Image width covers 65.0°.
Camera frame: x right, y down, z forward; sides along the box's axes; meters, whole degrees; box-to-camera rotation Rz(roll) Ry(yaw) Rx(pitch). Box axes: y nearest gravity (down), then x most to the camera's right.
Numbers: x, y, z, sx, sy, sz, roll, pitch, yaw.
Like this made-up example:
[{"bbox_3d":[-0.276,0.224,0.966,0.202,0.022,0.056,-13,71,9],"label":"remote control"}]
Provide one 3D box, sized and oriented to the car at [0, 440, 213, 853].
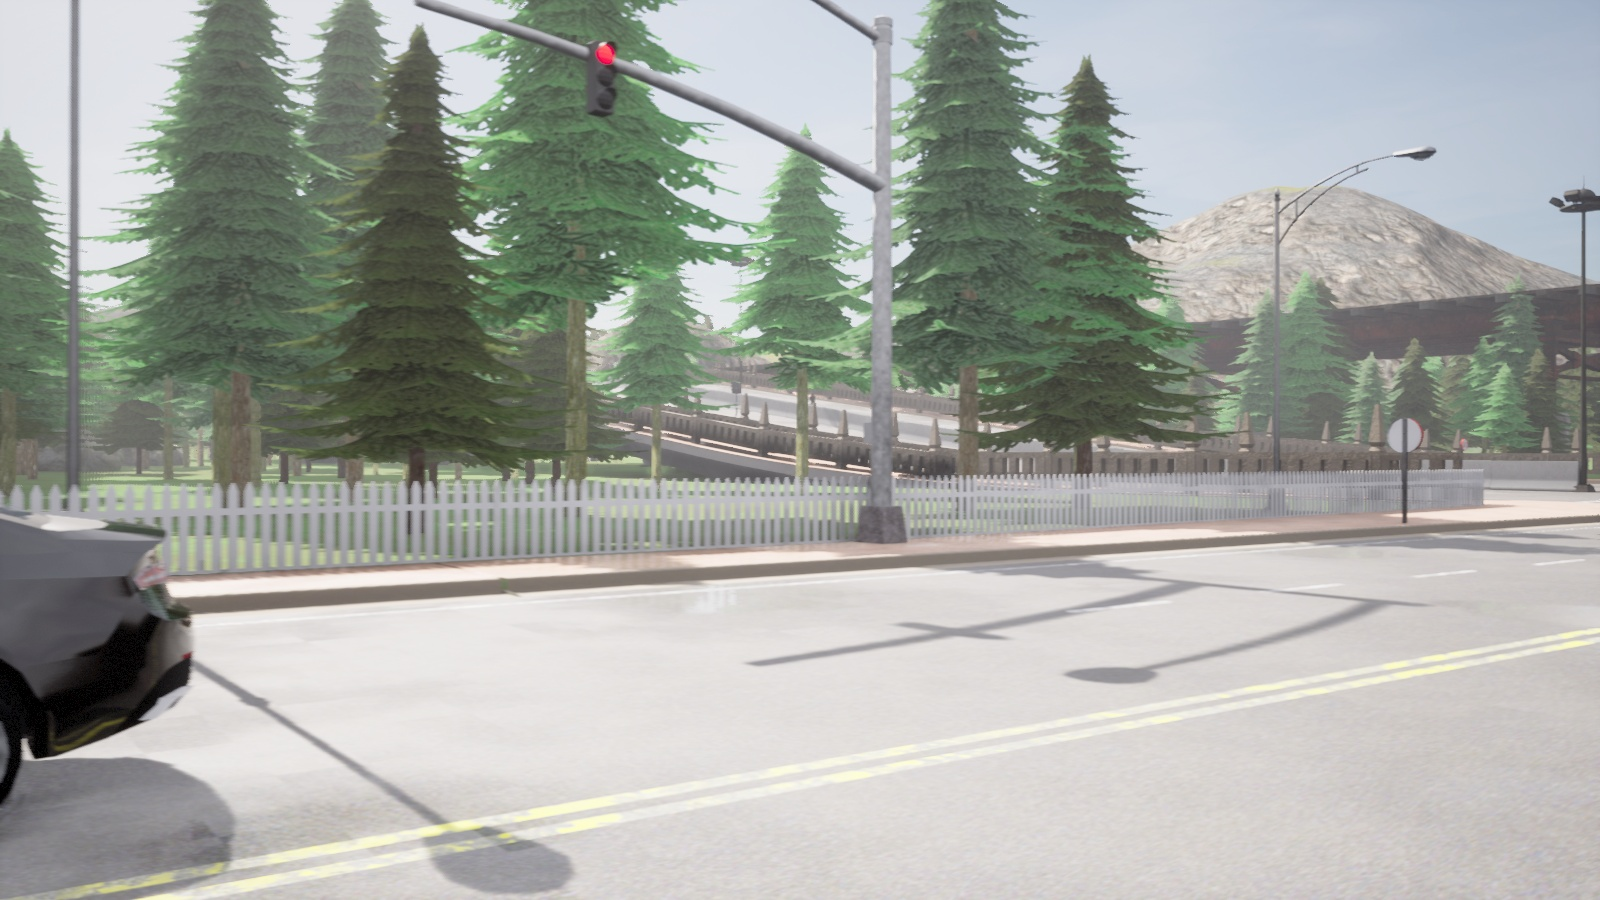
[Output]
[{"bbox_3d":[-4.956,0.722,4.474,4.902,1.511,2.128,0,0,-35],"label":"car"}]
